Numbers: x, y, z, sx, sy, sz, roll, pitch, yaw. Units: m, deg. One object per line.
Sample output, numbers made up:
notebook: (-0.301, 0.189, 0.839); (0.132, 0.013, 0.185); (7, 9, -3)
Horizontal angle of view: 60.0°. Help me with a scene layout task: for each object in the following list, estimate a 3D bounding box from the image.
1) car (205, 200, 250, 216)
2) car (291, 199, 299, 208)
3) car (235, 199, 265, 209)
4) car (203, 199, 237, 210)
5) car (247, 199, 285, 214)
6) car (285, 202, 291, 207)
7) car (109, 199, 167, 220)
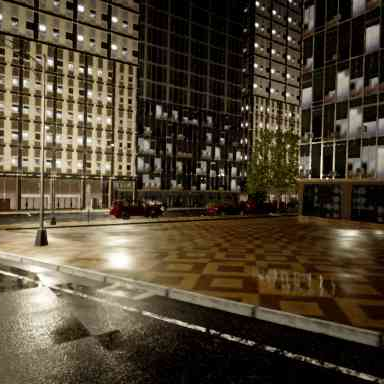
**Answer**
car: (4.019, 1.964, 37.998); (4.507, 1.381, 1.887); (1, 1, -35)
car: (18.241, 1.962, 57.338); (4.313, 1.339, 1.947); (1, 1, -35)
car: (8.899, 1.869, 50.914); (4.313, 1.339, 1.947); (1, 1, -35)
car: (4.088, 1.781, 47.605); (4.829, 1.417, 1.752); (1, 1, -35)
car: (8.695, 1.780, 41.205); (5.009, 1.841, 2.192); (1, 1, -35)
car: (13.570, 1.932, 54.127); (4.206, 1.307, 1.802); (1, 1, -35)
car: (-5.318, 1.642, 31.570); (5.009, 1.841, 2.192); (1, 1, -35)
